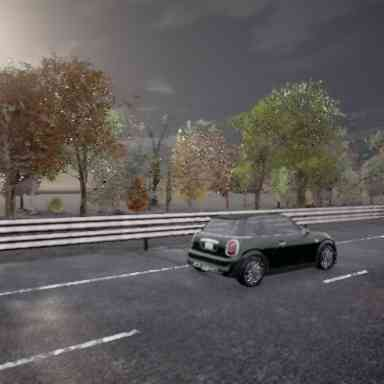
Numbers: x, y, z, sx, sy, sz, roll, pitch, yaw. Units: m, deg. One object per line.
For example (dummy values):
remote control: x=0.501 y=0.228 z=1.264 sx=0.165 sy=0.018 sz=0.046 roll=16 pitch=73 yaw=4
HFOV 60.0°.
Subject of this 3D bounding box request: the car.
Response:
car: x=2.151 y=1.382 z=9.575 sx=4.553 sy=1.767 sz=2.097 roll=1 pitch=0 yaw=-36
